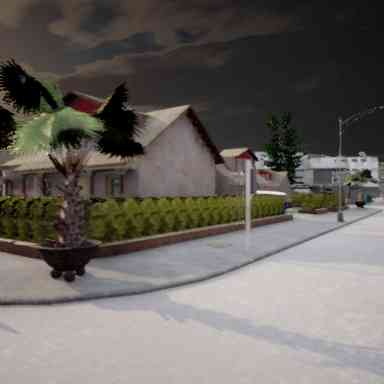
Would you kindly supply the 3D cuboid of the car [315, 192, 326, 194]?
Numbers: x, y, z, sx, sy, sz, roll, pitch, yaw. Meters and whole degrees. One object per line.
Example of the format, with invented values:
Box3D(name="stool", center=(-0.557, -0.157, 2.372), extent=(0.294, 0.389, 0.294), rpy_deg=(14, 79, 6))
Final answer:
Box3D(name="car", center=(25.398, 0.962, 67.045), extent=(3.866, 1.878, 1.905), rpy_deg=(0, 0, -19))
